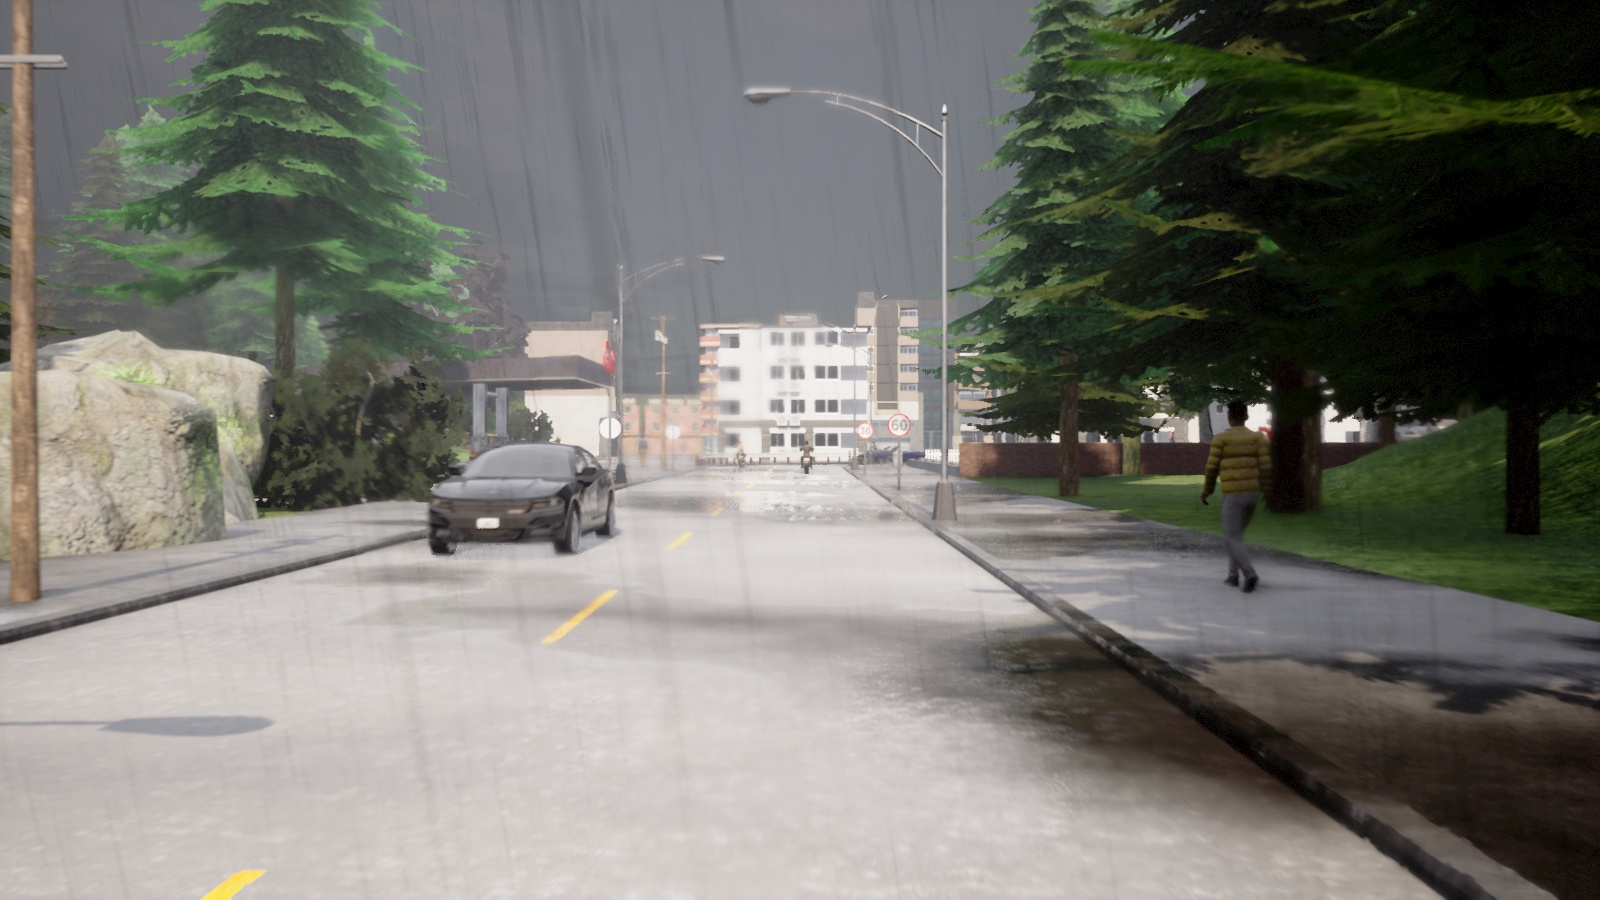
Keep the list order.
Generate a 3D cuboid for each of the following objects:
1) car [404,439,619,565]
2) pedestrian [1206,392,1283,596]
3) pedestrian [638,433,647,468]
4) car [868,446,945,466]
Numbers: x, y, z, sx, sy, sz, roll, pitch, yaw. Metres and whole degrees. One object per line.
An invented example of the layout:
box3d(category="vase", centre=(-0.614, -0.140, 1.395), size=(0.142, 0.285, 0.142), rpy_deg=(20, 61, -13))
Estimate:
box3d(category="car", centre=(-3.882, 0.620, 17.846), size=(1.882, 1.535, 5.008), rpy_deg=(0, 0, 0))
box3d(category="pedestrian", centre=(4.131, 0.394, 11.701), size=(0.431, 1.840, 0.709), rpy_deg=(0, 0, -3))
box3d(category="pedestrian", centre=(-8.838, 0.052, 70.438), size=(0.423, 1.949, 0.788), rpy_deg=(0, 0, -13))
box3d(category="car", centre=(6.977, 0.389, 82.423), size=(4.718, 1.301, 1.895), rpy_deg=(0, 0, -20))
